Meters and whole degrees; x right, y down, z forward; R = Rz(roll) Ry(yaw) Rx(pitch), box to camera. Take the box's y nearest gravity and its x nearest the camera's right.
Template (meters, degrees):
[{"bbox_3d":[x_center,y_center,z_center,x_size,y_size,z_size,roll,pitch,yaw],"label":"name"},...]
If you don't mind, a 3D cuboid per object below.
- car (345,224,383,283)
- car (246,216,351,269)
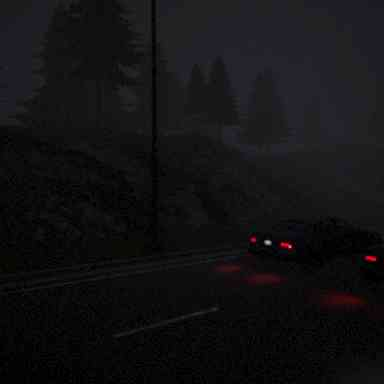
[{"bbox_3d":[6.267,1.504,8.225,5.357,1.411,2.033,0,0,-36],"label":"car"},{"bbox_3d":[4.236,1.504,11.076,5.357,1.411,2.033,0,0,-36],"label":"car"}]
